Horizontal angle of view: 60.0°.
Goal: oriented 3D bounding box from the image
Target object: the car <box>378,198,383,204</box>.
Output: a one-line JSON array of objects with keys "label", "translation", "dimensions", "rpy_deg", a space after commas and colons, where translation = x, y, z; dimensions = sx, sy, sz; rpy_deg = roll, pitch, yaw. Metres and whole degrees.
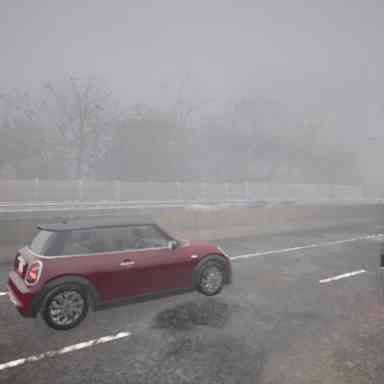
[{"label": "car", "translation": [34.761, 1.599, 58.743], "dimensions": [4.181, 1.385, 1.994], "rpy_deg": [0, 0, -35]}]

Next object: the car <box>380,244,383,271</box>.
[{"label": "car", "translation": [6.719, 1.494, 8.537], "dimensions": [4.902, 1.511, 2.128], "rpy_deg": [0, 0, -35]}]

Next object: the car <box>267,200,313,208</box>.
[{"label": "car", "translation": [8.702, 1.612, 27.388], "dimensions": [4.718, 1.301, 1.895], "rpy_deg": [0, 0, -35]}]

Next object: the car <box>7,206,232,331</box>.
[{"label": "car", "translation": [-1.299, 1.353, 7.120], "dimensions": [4.553, 1.767, 2.097], "rpy_deg": [0, 0, -35]}]

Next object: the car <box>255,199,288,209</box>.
[{"label": "car", "translation": [8.605, 1.518, 31.615], "dimensions": [4.892, 1.490, 1.837], "rpy_deg": [0, 0, -35]}]

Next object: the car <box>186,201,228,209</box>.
[{"label": "car", "translation": [1.576, 1.611, 35.203], "dimensions": [4.718, 1.301, 1.895], "rpy_deg": [0, 0, -35]}]

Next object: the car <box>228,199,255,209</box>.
[{"label": "car", "translation": [6.475, 1.518, 34.395], "dimensions": [4.892, 1.490, 1.837], "rpy_deg": [0, 0, -35]}]
